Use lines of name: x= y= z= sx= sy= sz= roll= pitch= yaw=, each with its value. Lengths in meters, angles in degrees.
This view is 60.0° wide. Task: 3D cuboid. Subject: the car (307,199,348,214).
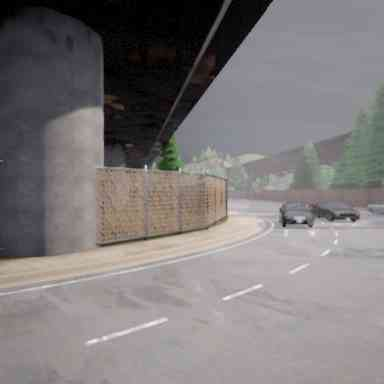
car: x=14.131 y=1.500 z=35.088 sx=1.895 sy=1.301 sz=4.718 roll=0 pitch=0 yaw=-7

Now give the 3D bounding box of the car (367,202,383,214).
car: x=18.062 y=1.495 z=30.343 sx=1.895 sy=1.301 sz=4.718 roll=0 pitch=0 yaw=-3

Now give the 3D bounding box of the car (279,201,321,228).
car: x=6.793 y=1.436 z=21.827 sx=2.128 sy=1.511 sz=4.902 roll=0 pitch=0 yaw=12

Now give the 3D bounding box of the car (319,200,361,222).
car: x=10.975 y=1.472 z=25.619 sx=2.033 sy=1.411 sz=5.357 roll=0 pitch=0 yaw=4
